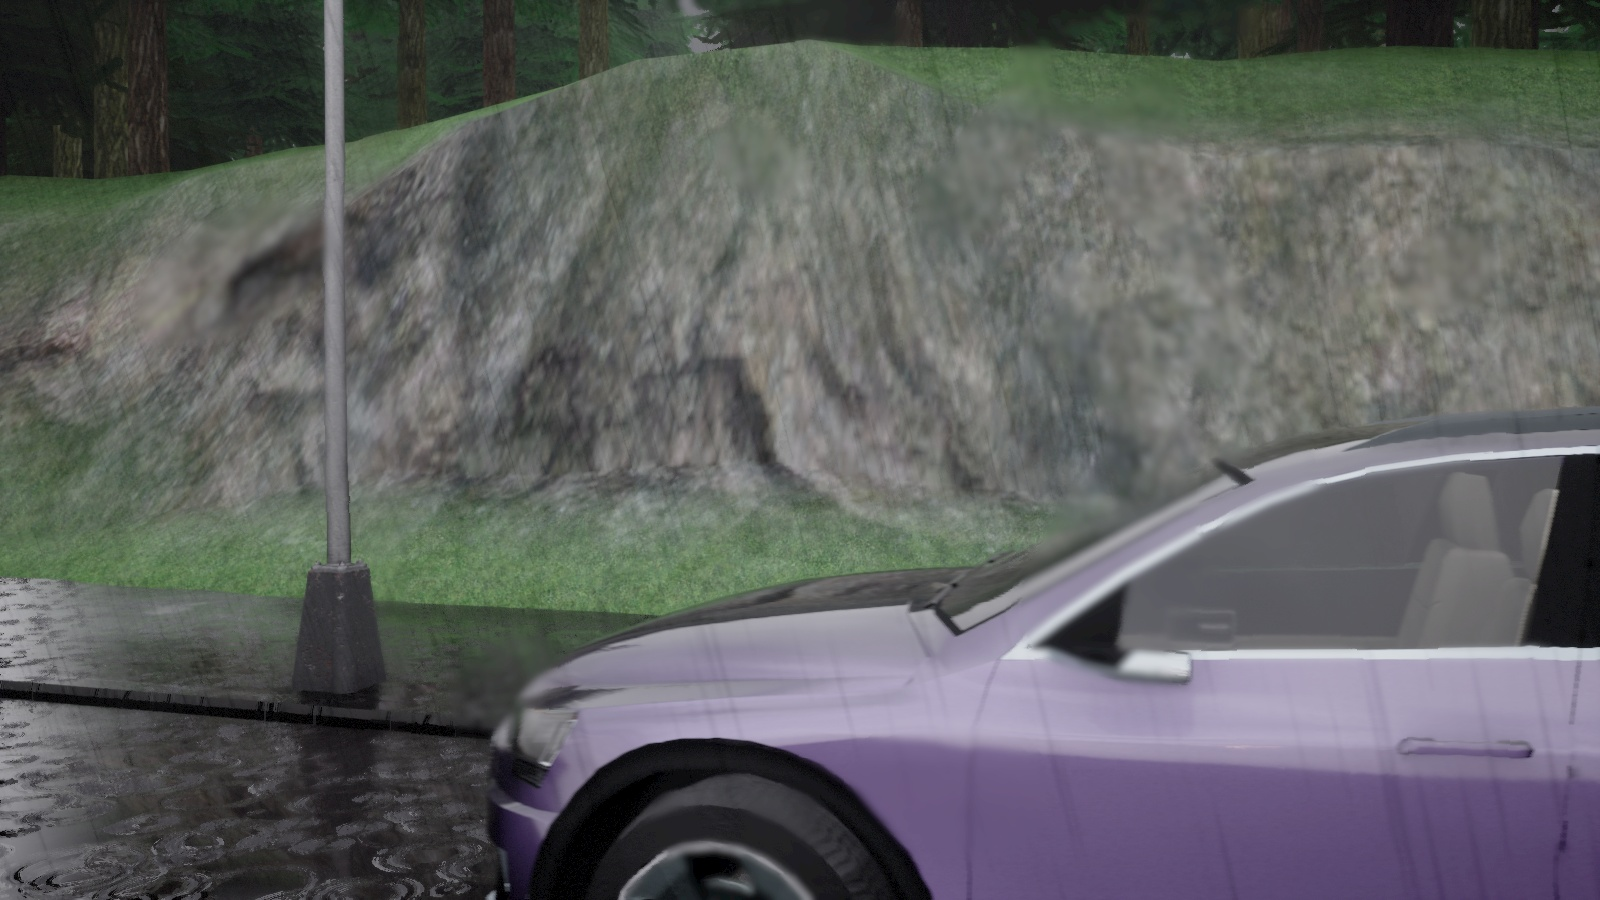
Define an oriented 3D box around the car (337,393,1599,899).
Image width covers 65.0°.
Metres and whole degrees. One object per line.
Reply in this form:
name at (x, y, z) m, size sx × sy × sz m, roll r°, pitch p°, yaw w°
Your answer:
car at (1.512, 0.711, 3.213) m, size 4.856 × 1.649 × 2.033 m, roll 1°, pitch 1°, yaw 19°
